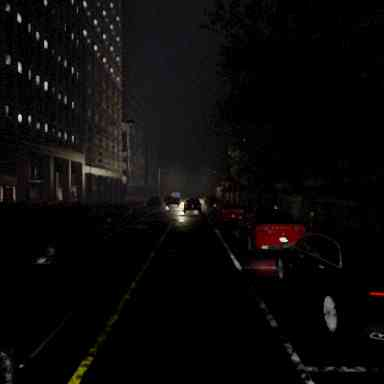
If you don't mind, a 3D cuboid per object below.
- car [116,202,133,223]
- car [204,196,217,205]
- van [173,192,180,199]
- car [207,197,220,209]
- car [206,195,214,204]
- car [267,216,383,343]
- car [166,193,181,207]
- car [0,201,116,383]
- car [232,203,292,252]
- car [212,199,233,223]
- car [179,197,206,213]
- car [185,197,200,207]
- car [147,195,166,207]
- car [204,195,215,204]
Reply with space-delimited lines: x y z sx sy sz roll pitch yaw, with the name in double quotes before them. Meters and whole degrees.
"car" -5.471 1.443 24.292 1.947 1.339 4.313 0 0 0
"car" 2.873 1.287 52.185 1.887 1.381 4.507 0 0 1
"van" -4.248 0.900 91.799 1.690 1.788 3.998 0 0 2
"car" 2.703 1.402 29.624 2.008 1.369 4.403 0 0 0
"car" 2.756 1.341 40.903 1.887 1.381 4.507 0 0 0
"car" 3.018 1.470 6.514 1.837 1.490 4.892 0 0 0
"car" -2.719 1.312 47.330 2.033 1.411 5.357 0 0 1
"car" -2.852 1.196 4.750 2.150 2.045 5.566 0 0 0
"car" 3.009 1.409 13.514 1.882 1.535 5.008 0 0 0
"car" 2.699 1.424 23.990 1.887 1.381 4.507 0 0 0
"car" 0.091 1.378 33.847 2.033 1.411 5.357 0 0 1
"car" 0.124 1.371 46.216 1.895 1.301 4.718 0 0 1
"car" -5.216 1.312 46.786 1.887 1.381 4.507 0 0 0
"car" 2.958 1.240 57.994 1.752 1.417 4.829 0 0 1
